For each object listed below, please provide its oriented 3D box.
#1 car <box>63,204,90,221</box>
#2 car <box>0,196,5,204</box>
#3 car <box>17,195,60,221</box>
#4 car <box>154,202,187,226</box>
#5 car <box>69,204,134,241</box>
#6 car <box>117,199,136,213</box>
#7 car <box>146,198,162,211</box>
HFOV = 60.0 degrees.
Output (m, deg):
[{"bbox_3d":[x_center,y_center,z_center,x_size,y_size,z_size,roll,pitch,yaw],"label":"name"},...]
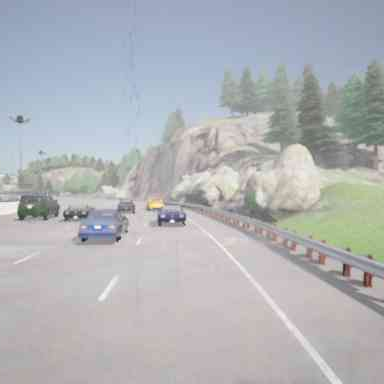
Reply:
[{"bbox_3d":[-9.117,1.614,27.325,1.895,1.301,4.718,0,0,-9],"label":"car"},{"bbox_3d":[-37.172,1.567,63.520,1.837,1.490,4.892,0,0,-22],"label":"car"},{"bbox_3d":[-12.748,1.243,27.938,2.150,2.045,5.566,0,0,-9],"label":"car"},{"bbox_3d":[-1.545,1.598,23.723,1.895,1.301,4.718,0,0,-7],"label":"car"},{"bbox_3d":[-4.275,1.552,16.693,2.033,1.411,5.357,0,0,-5],"label":"car"},{"bbox_3d":[-7.314,1.498,37.050,2.128,1.511,4.902,0,0,-11],"label":"car"},{"bbox_3d":[-4.750,1.477,41.811,1.882,1.535,5.008,0,0,-13],"label":"car"}]
